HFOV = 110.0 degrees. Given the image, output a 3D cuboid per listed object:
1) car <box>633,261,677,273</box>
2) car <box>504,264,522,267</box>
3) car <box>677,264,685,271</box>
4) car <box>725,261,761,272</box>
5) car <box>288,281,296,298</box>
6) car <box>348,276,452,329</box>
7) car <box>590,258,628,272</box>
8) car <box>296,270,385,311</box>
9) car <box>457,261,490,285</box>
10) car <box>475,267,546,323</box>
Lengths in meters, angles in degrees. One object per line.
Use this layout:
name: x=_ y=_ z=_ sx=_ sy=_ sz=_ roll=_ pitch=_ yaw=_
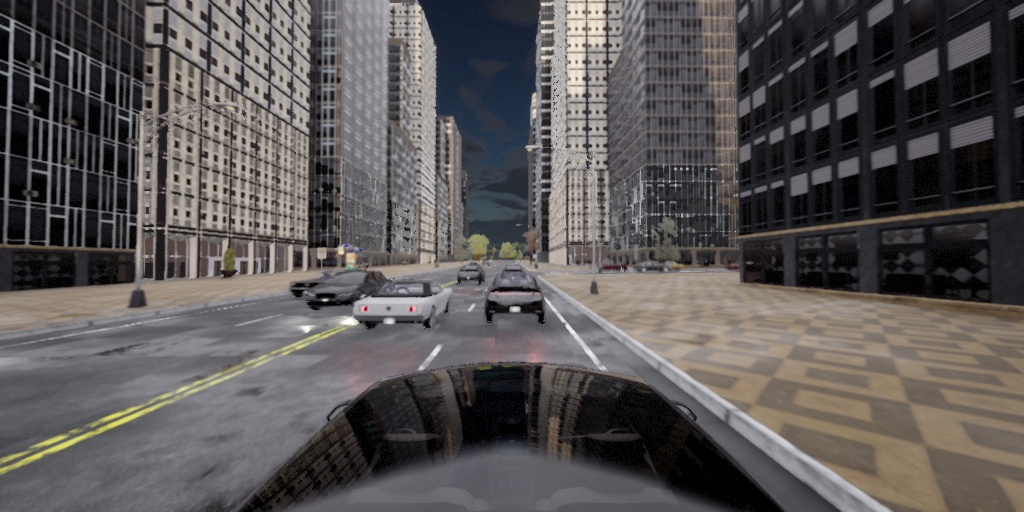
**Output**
car: x=16.703 y=1.284 z=42.750 sx=4.403 sy=1.370 sz=2.007 roll=0 pitch=0 yaw=-1
car: x=0.103 y=1.405 z=28.255 sx=2.128 sy=1.511 sz=4.902 roll=0 pitch=0 yaw=0
car: x=21.987 y=1.394 z=51.196 sx=4.829 sy=1.417 sz=1.751 roll=0 pitch=0 yaw=-1
car: x=27.821 y=1.211 z=42.891 sx=4.207 sy=1.307 sz=1.802 roll=0 pitch=0 yaw=-1
car: x=-9.838 y=1.460 z=19.405 sx=1.895 sy=1.301 sz=4.718 roll=0 pitch=0 yaw=0
car: x=-3.155 y=1.411 z=11.480 sx=1.895 sy=1.301 sz=4.718 roll=0 pitch=0 yaw=0
car: x=12.256 y=1.190 z=45.403 sx=4.553 sy=1.767 sz=2.097 roll=-1 pitch=-1 yaw=-1
car: x=-6.593 y=1.339 z=15.083 sx=1.837 sy=1.490 sz=4.892 roll=0 pitch=-1 yaw=0
car: x=-3.148 y=1.406 z=28.335 sx=2.128 sy=1.511 sz=4.902 roll=0 pitch=0 yaw=0
car: x=0.096 y=1.308 z=12.538 sx=2.128 sy=1.511 sz=4.902 roll=0 pitch=0 yaw=0
